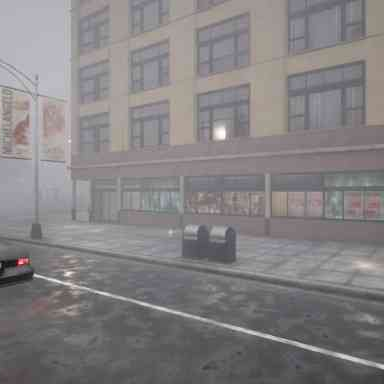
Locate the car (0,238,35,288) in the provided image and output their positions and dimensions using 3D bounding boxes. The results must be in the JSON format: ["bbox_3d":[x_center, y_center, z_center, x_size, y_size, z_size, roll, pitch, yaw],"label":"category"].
[{"bbox_3d":[-6.030,1.547,8.165,5.357,1.411,2.033,0,0,35],"label":"car"}]
